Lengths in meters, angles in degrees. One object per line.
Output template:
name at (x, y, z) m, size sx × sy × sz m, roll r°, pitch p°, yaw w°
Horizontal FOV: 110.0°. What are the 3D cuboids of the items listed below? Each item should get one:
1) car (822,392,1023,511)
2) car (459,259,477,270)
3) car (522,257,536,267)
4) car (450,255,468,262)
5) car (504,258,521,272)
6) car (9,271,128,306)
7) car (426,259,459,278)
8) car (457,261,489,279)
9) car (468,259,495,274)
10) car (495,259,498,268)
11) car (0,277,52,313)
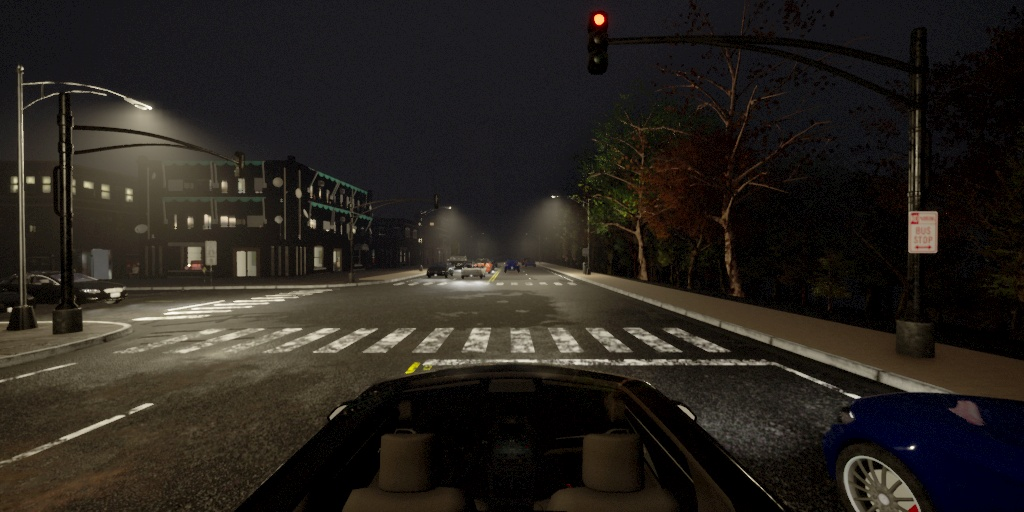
car at (3.358, 1.276, 0.873) m, size 1.812 × 1.442 × 4.674 m, roll 0°, pitch 0°, yaw 1°
car at (-6.709, 1.214, 54.623) m, size 2.128 × 1.511 × 4.902 m, roll 0°, pitch 0°, yaw 0°
car at (3.211, 1.264, 63.678) m, size 2.033 × 1.411 × 5.357 m, roll 0°, pitch 0°, yaw 0°
car at (-6.685, 0.950, 44.220) m, size 2.150 × 2.045 × 5.566 m, roll 0°, pitch 0°, yaw 0°
car at (-0.004, 1.253, 46.608) m, size 1.812 × 1.442 × 4.674 m, roll 0°, pitch 0°, yaw 0°
car at (-19.654, 1.457, 15.540) m, size 4.902 × 1.511 × 2.128 m, roll -1°, pitch 1°, yaw 0°
car at (-6.667, 1.282, 33.983) m, size 2.033 × 1.411 × 5.357 m, roll 0°, pitch 0°, yaw 0°
car at (-3.415, 1.337, 32.265) m, size 1.895 × 1.301 × 4.718 m, roll 0°, pitch 0°, yaw 0°
car at (-3.432, 1.082, 41.237) m, size 2.097 × 1.767 × 4.553 m, roll 0°, pitch 0°, yaw 0°
car at (-3.448, 1.216, 51.269) m, size 2.128 × 1.511 × 4.902 m, roll 0°, pitch 0°, yaw 0°
car at (-19.973, 1.563, 12.833) m, size 4.313 × 1.339 × 1.948 m, roll 0°, pitch 0°, yaw 0°
